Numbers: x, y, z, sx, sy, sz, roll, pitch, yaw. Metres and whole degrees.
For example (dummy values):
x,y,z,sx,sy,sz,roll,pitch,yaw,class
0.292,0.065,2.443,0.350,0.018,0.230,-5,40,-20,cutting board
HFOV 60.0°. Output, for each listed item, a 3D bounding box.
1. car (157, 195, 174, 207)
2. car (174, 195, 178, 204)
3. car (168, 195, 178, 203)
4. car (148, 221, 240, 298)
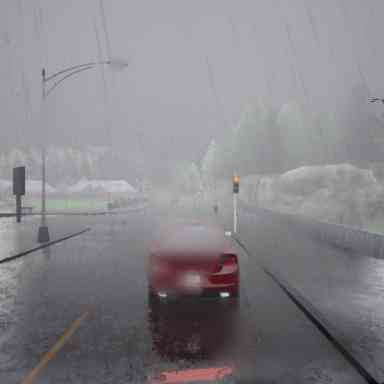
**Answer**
x,y,z,sx,sy,sz,roll,pitch,yaw,class
-4.132,1.525,50.822,1.812,1.442,4.674,0,0,0,car
-4.125,1.525,60.739,1.812,1.442,4.674,0,0,1,car
-4.052,1.499,70.905,1.837,1.490,4.892,0,0,0,car
0.053,1.478,8.591,1.882,1.535,5.008,0,0,0,car
